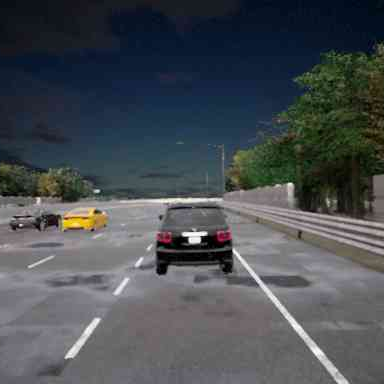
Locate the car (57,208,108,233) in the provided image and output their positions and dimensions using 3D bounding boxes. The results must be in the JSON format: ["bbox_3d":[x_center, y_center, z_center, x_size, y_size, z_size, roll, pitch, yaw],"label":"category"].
[{"bbox_3d":[-7.080,1.805,22.543,1.882,1.535,5.008,-1,0,-1],"label":"car"}]

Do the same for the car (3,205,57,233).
[{"bbox_3d":[-10.585,1.883,22.979,2.128,1.511,4.902,-1,0,-1],"label":"car"}]

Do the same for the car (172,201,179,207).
[{"bbox_3d":[-4.395,3.184,88.797,1.895,1.301,4.718,-1,-2,-1],"label":"car"}]

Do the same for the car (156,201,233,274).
[{"bbox_3d":[0.040,1.332,11.146,2.150,2.045,5.566,-1,0,-1],"label":"car"}]

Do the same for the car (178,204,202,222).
[{"bbox_3d":[-0.163,1.840,30.116,1.994,1.385,4.181,-1,-1,-1],"label":"car"}]

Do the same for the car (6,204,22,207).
[{"bbox_3d":[-25.014,2.440,46.684,1.837,1.490,4.892,-1,-2,0],"label":"car"}]
